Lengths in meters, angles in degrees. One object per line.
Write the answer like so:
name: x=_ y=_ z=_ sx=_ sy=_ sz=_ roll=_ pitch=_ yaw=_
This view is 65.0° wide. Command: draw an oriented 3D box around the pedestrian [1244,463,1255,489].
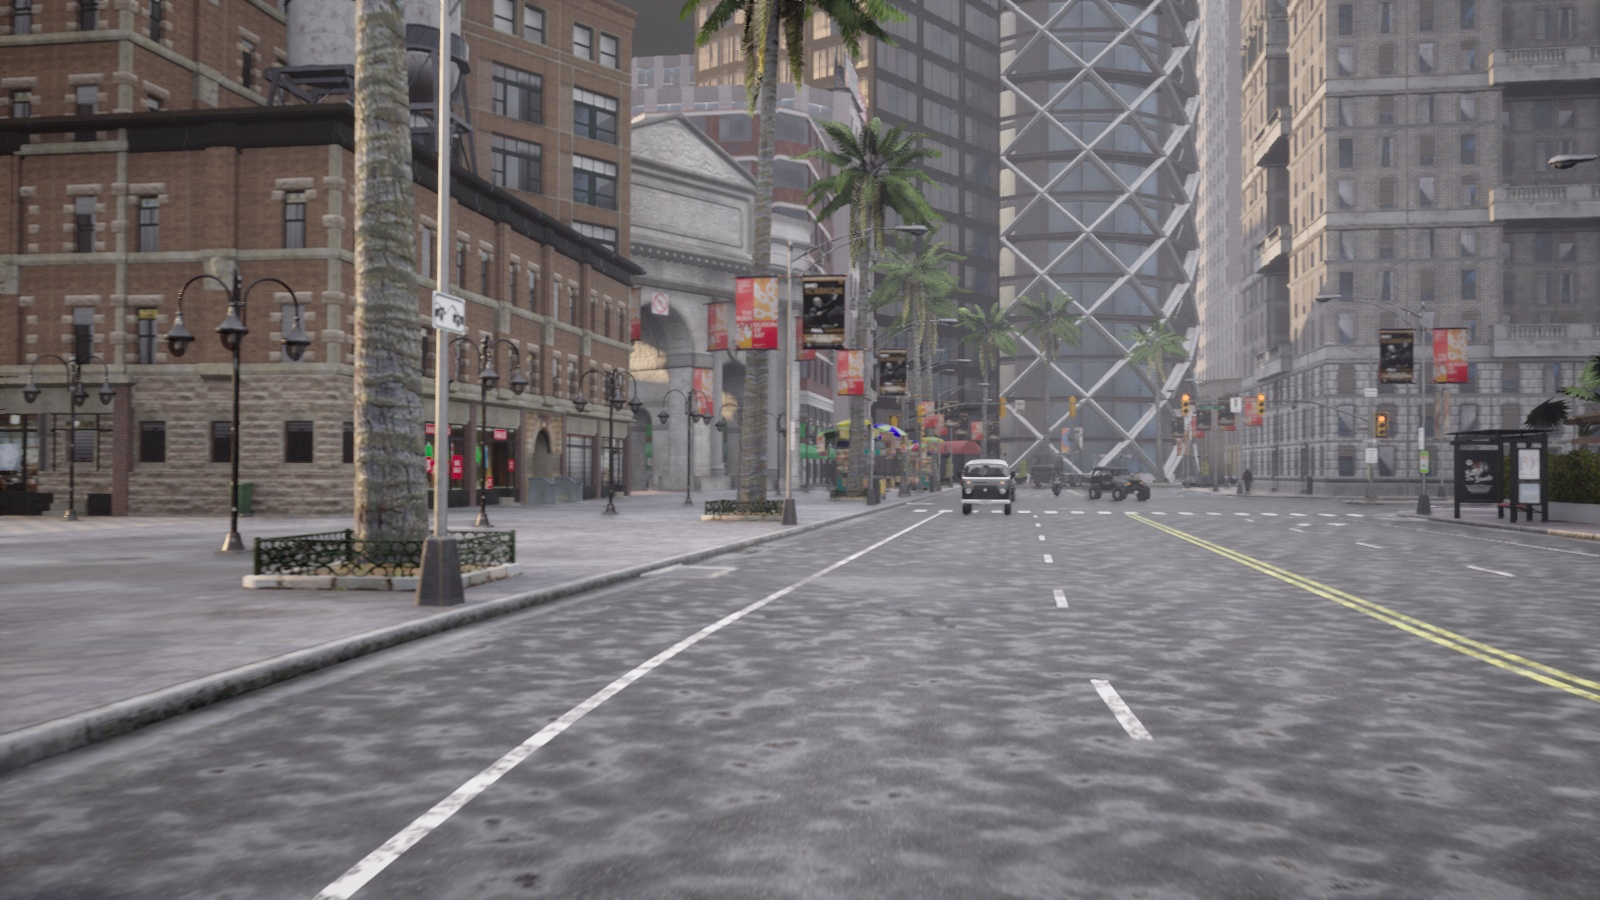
pedestrian: x=32.030 y=1.868 z=89.486 sx=0.634 sy=1.844 sz=0.899 roll=0 pitch=-1 yaw=15

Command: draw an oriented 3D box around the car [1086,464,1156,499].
car: x=17.866 y=1.727 z=70.065 sx=1.905 sy=1.878 sz=3.866 roll=0 pitch=-1 yaw=-21

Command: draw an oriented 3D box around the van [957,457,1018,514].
van: x=7.031 y=1.299 z=46.776 sx=2.069 sy=2.038 sz=4.480 roll=0 pitch=-1 yaw=10
